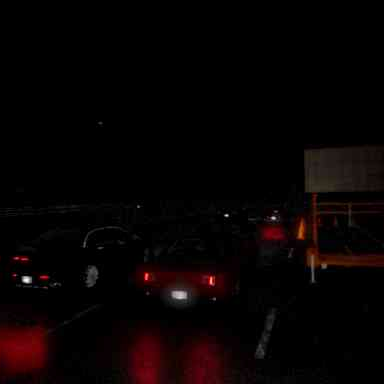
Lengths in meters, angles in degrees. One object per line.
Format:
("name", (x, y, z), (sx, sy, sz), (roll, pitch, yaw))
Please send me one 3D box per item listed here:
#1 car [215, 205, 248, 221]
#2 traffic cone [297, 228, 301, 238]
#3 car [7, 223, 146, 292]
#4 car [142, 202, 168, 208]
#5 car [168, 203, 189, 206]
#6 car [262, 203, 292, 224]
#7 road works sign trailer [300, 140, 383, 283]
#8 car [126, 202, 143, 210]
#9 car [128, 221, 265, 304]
("car", (3.247, 1.724, 26.724), (1.994, 1.385, 4.181), (-2, -1, 19))
("traffic cone", (5.324, 1.966, 16.308), (0.340, 0.580, 0.340), (-2, -1, 19))
("car", (-2.807, 1.663, 9.551), (1.837, 1.490, 4.892), (-2, -1, 19))
("car", (-4.539, 2.283, 47.304), (2.033, 1.411, 5.357), (-2, -2, 19))
("car", (-1.179, 2.209, 46.303), (1.994, 1.385, 4.181), (-2, -2, 19))
("car", (6.439, 1.569, 25.257), (1.837, 1.490, 4.892), (-2, -1, 19))
("road works sign trailer", (4.361, 0.436, 9.225), (2.380, 3.560, 2.880), (-2, -1, 19))
("car", (-7.739, 2.189, 48.751), (2.097, 1.767, 4.553), (-2, -2, 20))
("car", (0.500, 1.664, 8.400), (1.895, 1.301, 4.718), (-2, -1, 19))
